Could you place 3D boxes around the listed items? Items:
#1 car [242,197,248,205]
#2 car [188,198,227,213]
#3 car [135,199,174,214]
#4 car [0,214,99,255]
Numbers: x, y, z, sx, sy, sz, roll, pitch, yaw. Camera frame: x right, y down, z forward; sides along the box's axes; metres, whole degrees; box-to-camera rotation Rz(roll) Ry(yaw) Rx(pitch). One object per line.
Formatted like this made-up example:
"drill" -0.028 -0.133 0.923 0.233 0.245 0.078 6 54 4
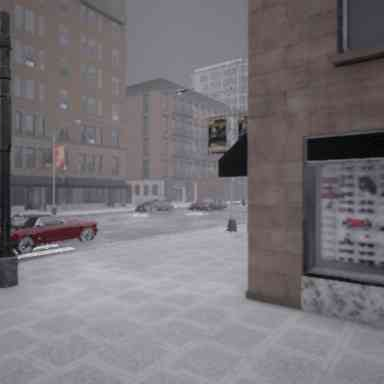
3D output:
"car" 9.478 1.243 51.622 1.837 1.490 4.892 0 0 36
"car" 1.796 1.362 35.283 2.033 1.411 5.357 0 0 35
"car" -3.696 1.395 33.142 1.994 1.385 4.181 0 0 35
"car" -5.914 1.517 13.157 1.895 1.301 4.718 0 0 28
